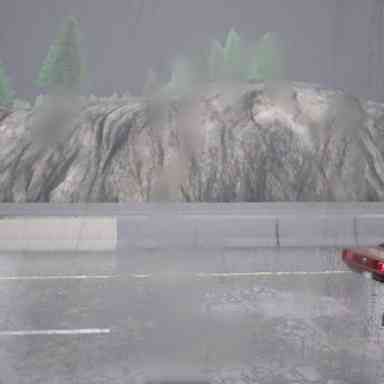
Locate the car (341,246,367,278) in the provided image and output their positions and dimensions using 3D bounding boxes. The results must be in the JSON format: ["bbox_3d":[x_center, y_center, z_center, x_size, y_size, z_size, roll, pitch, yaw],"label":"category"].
[{"bbox_3d":[6.186,1.607,7.757,4.718,1.301,1.895,0,0,-5],"label":"car"}]

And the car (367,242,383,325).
[{"bbox_3d":[5.034,1.355,4.161,4.553,1.767,2.097,0,0,-5],"label":"car"}]
